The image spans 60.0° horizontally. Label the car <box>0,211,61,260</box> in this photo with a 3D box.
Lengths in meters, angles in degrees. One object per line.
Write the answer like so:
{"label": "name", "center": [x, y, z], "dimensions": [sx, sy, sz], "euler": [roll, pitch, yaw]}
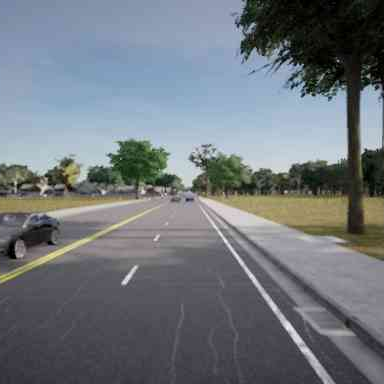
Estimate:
{"label": "car", "center": [-6.653, 1.500, 12.629], "dimensions": [2.128, 1.511, 4.902], "euler": [0, 0, 0]}

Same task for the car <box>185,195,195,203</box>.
{"label": "car", "center": [-0.461, 1.533, 74.296], "dimensions": [1.882, 1.535, 5.008], "euler": [0, 0, 0]}

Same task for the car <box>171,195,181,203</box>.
{"label": "car", "center": [-3.711, 1.588, 74.276], "dimensions": [2.128, 1.511, 4.902], "euler": [0, 0, 0]}

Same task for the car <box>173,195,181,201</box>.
{"label": "car", "center": [-3.777, 1.453, 84.696], "dimensions": [1.812, 1.442, 4.674], "euler": [0, 0, 0]}

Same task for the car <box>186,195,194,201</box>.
{"label": "car", "center": [-0.527, 1.421, 84.716], "dimensions": [1.837, 1.490, 4.892], "euler": [0, 0, 0]}
